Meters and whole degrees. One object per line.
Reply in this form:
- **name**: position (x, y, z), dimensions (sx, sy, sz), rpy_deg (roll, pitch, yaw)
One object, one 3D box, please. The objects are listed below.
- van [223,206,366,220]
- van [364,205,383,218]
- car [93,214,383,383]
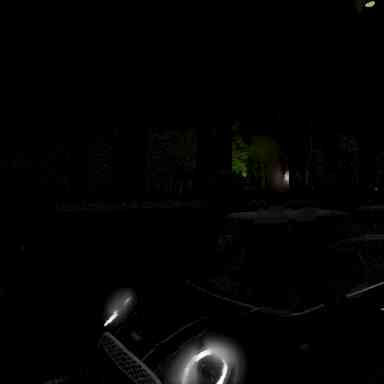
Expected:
- **van**: position (2.368, 1.340, 8.234), dimensions (3.998, 1.788, 1.690), rpy_deg (0, 0, -36)
- **van**: position (6.970, 1.338, 11.525), dimensions (3.998, 1.788, 1.690), rpy_deg (0, 0, -36)
- **car**: position (1.161, 1.352, 4.210), dimensions (4.553, 1.767, 2.097), rpy_deg (0, 0, -36)
